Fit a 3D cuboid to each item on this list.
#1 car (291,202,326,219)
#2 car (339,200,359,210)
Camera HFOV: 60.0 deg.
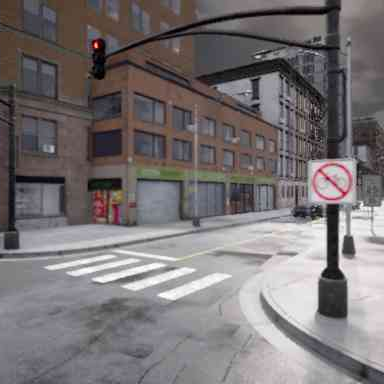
[{"bbox_3d":[10.520,1.579,29.733,2.033,1.411,5.357,0,0,35],"label":"car"},{"bbox_3d":[21.240,1.567,44.932,2.128,1.511,4.902,0,0,35],"label":"car"}]
